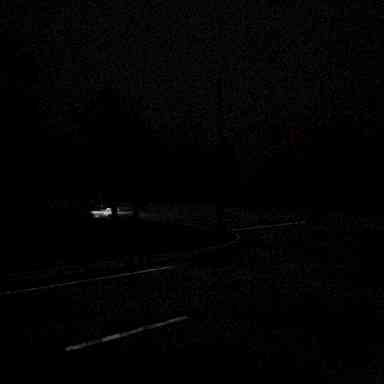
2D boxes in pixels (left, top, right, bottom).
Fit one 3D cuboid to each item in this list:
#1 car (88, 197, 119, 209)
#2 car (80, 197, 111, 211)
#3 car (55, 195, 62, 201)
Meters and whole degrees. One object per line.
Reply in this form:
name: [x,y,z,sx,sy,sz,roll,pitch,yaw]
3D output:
car: [-11.965,1.429,44.883,2.033,1.411,5.357,-1,0,-39]
car: [-11.500,1.395,38.711,2.128,1.511,4.902,-1,0,-39]
car: [-21.303,1.127,51.007,2.128,1.511,4.902,-1,0,-39]
